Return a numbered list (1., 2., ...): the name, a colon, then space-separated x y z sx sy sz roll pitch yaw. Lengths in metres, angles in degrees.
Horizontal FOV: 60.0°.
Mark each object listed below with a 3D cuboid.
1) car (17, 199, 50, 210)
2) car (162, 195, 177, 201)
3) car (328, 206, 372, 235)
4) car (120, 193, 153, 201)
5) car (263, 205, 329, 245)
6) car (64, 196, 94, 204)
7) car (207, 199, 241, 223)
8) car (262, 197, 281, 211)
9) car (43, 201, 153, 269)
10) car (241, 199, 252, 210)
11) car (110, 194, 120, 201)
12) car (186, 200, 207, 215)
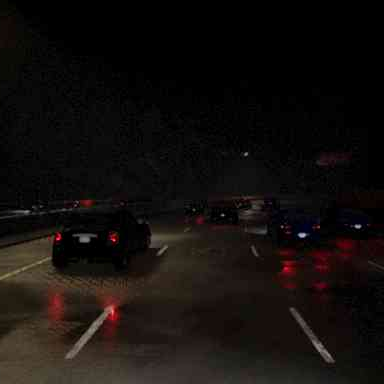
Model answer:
1. car: -19.383 1.515 40.894 1.994 1.385 4.181 0 0 14
2. car: -5.304 1.471 78.860 1.994 1.385 4.181 0 0 26
3. car: 8.557 1.536 18.797 1.812 1.442 4.674 0 0 8
4. car: -7.203 1.196 45.778 2.150 2.045 5.566 0 0 17
5. car: 4.612 1.529 15.439 1.812 1.442 4.674 0 0 6
6. car: -14.924 1.310 44.145 2.097 1.767 4.553 0 0 15
7. car: 2.582 1.474 25.670 1.882 1.535 5.008 0 0 10
8. car: 9.682 1.358 40.474 2.097 1.767 4.553 0 0 16
9. car: -2.805 1.343 11.316 2.097 1.767 4.553 0 0 4
10. car: 6.495 1.546 42.162 2.033 1.411 5.357 0 0 17
11. car: -9.920 1.191 48.869 2.150 2.045 5.566 0 0 18
12. car: 0.711 1.516 33.981 1.812 1.442 4.674 0 0 13
